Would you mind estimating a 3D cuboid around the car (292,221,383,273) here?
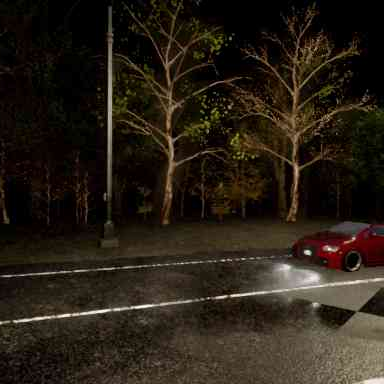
[{"bbox_3d":[5.344,1.637,10.612,4.181,1.385,1.994,0,0,-19],"label":"car"}]
